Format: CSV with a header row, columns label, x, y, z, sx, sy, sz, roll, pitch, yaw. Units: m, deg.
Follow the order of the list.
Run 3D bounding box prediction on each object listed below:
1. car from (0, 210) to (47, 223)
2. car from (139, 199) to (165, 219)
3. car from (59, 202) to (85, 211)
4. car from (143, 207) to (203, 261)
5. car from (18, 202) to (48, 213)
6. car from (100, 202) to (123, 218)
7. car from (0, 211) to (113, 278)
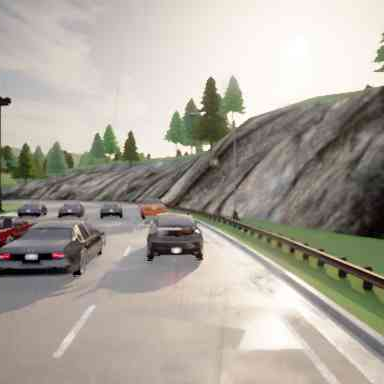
label,x,y,z,sx,sy,sz,roll,pitch,yaw
car,-7.837,1.624,13.687,1.895,1.301,4.718,0,0,-6
car,-3.600,1.368,29.691,2.097,1.767,4.553,0,0,-13
car,-10.999,1.599,30.515,1.994,1.385,4.181,0,0,-14
car,-0.702,1.509,12.402,1.837,1.490,4.892,0,0,-6
car,-14.649,1.609,30.705,1.994,1.385,4.181,0,0,-14
car,-7.458,1.590,30.756,1.994,1.385,4.181,0,0,-14
car,-3.951,1.560,10.228,2.033,1.411,5.357,0,0,-5
